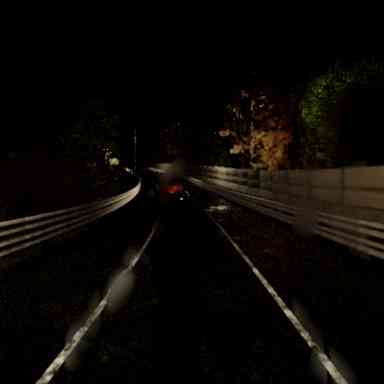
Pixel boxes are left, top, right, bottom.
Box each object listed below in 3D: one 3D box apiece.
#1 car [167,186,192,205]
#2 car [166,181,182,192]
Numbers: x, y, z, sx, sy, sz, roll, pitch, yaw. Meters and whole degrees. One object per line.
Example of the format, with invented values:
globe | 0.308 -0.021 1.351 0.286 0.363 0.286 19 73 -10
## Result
car | -1.147 0.475 33.172 1.994 1.385 4.181 0 4 -5
car | -2.434 -0.687 45.582 2.097 1.767 4.553 0 5 -7
